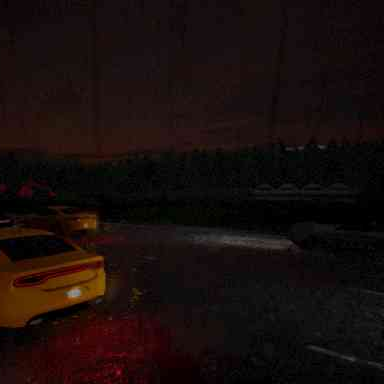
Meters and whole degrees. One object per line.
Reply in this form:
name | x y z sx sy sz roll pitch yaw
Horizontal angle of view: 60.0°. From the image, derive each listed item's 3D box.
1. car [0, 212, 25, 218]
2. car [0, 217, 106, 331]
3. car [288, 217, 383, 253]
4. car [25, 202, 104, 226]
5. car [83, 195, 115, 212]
car | -10.311 1.491 15.636 4.902 1.511 2.128 0 0 35
car | -3.902 1.477 6.771 5.008 1.535 1.882 0 0 35
car | 6.136 1.601 12.516 4.718 1.301 1.895 0 0 35
car | -7.198 1.477 17.714 5.008 1.535 1.882 0 0 35
car | -9.969 1.213 34.818 1.905 1.878 3.866 0 0 35
